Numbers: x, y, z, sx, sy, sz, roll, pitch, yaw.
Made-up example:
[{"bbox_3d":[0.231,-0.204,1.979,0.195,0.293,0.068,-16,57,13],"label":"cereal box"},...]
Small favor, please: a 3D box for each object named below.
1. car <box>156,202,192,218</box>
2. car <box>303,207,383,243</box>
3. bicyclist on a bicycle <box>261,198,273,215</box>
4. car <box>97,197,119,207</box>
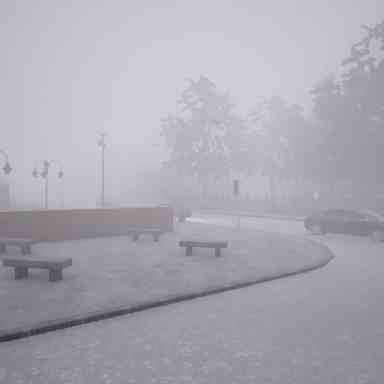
[{"bbox_3d":[-1.765,1.565,29.413,1.994,1.385,4.181,0,0,-35],"label":"car"},{"bbox_3d":[7.903,1.506,16.260,1.837,1.490,4.892,-1,0,-40],"label":"car"},{"bbox_3d":[7.079,1.349,31.453,1.656,1.620,0.582,0,0,-35],"label":"bicyclist on a bicycle"},{"bbox_3d":[-10.816,1.374,42.280,1.837,1.490,4.892,0,0,-35],"label":"car"}]
